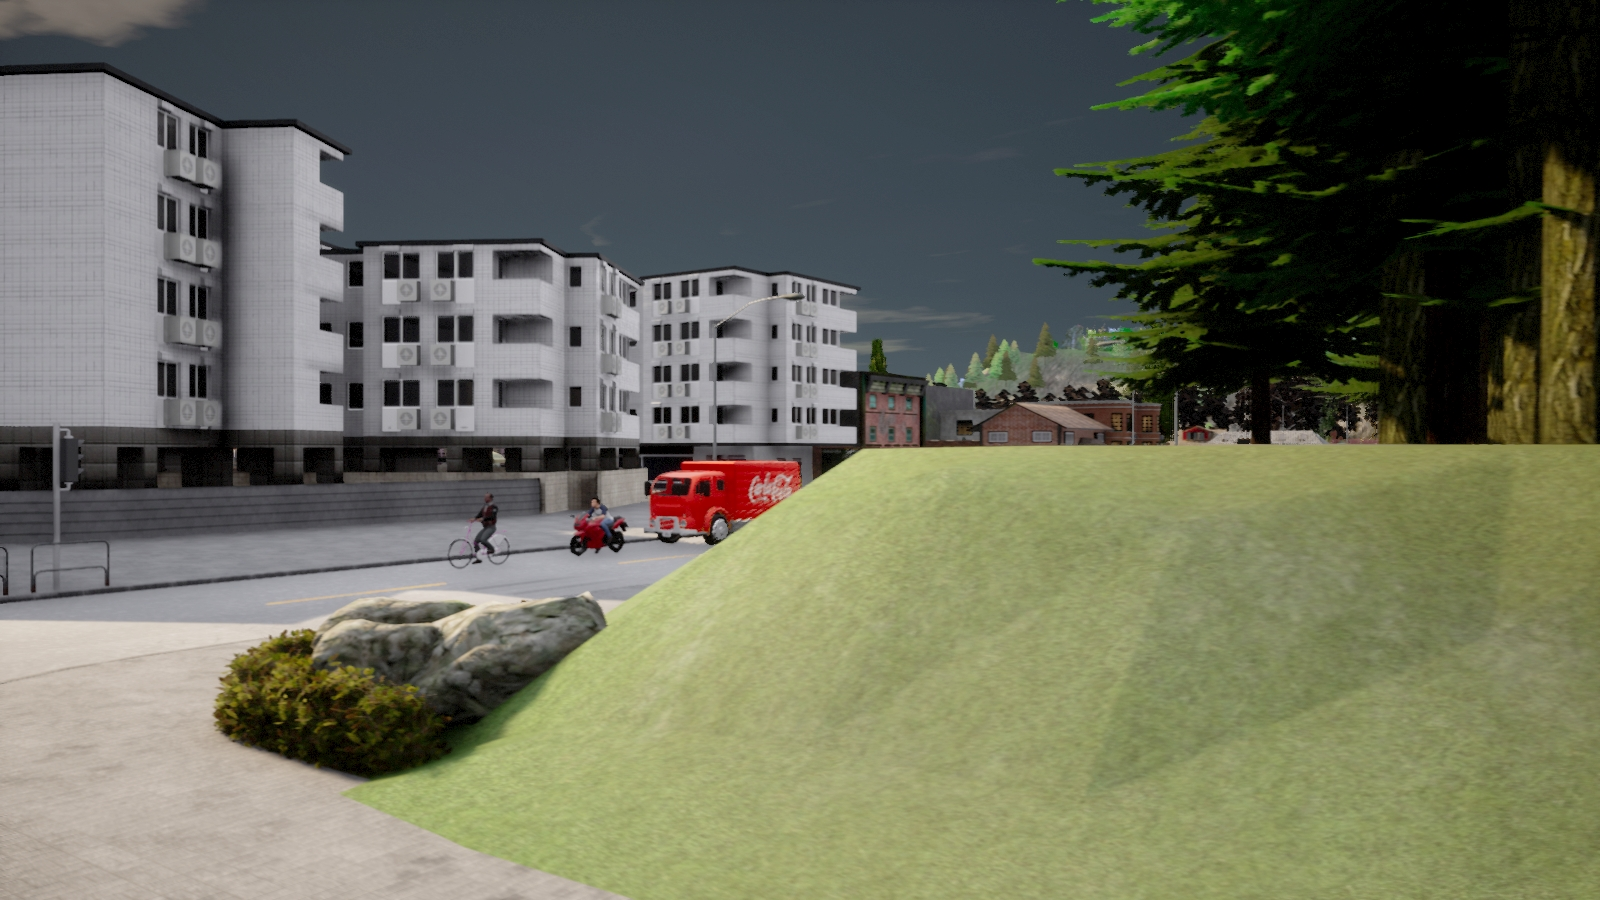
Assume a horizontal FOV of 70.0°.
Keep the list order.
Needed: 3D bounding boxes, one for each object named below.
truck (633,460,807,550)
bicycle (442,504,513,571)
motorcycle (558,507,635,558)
[{"bbox_3d":[-2.335,1.567,34.942,2.627,2.467,5.204,0,0,35],"label":"truck"},{"bbox_3d":[-7.685,2.061,27.324,0.329,1.471,1.835,0,0,35],"label":"bicycle"},{"bbox_3d":[-5.423,2.187,30.562,0.803,1.199,2.033,0,0,35],"label":"motorcycle"}]
